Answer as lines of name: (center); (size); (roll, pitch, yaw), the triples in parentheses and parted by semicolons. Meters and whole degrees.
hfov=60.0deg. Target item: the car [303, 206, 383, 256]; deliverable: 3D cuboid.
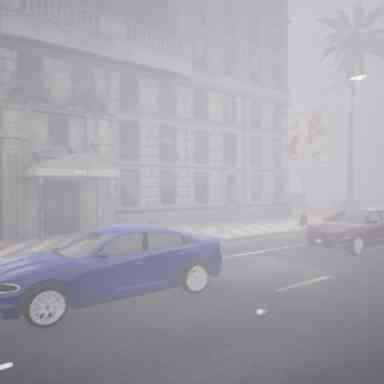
car: (6.358, 1.355, 12.785); (5.008, 1.535, 1.882); (-1, 0, -35)

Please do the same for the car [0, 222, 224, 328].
car: (-1.591, 1.458, 7.151); (5.008, 1.535, 1.882); (-1, 0, -35)
